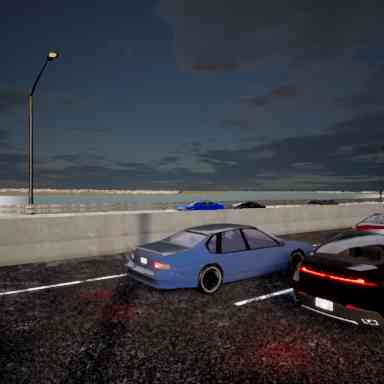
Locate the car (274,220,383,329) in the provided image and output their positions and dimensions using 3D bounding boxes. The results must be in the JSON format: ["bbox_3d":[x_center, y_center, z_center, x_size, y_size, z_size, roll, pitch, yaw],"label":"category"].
[{"bbox_3d":[4.032,1.506,6.621,4.892,1.490,1.837,0,0,-36],"label":"car"}]

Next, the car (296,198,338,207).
[{"bbox_3d":[10.782,1.356,28.791,4.553,1.767,2.097,0,0,-35],"label":"car"}]

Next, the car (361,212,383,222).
[{"bbox_3d":[8.588,1.566,14.149,4.181,1.385,1.994,0,0,-36],"label":"car"}]

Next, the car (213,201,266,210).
[{"bbox_3d":[4.425,1.530,28.613,4.674,1.442,1.812,0,0,-35],"label":"car"}]

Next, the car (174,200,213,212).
[{"bbox_3d":[0.732,1.482,30.275,5.008,1.535,1.882,0,0,-35],"label":"car"}]

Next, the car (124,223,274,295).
[{"bbox_3d":[0.979,1.549,8.739,5.357,1.411,2.033,0,0,-36],"label":"car"}]
